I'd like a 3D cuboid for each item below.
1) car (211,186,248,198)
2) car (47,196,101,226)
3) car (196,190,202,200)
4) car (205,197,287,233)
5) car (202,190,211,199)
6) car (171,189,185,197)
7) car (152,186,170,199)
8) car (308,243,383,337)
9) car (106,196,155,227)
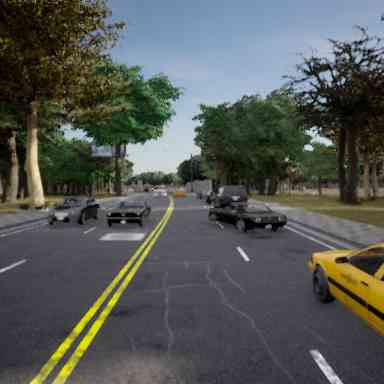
[{"bbox_3d":[3.060,0.553,26.614,2.150,2.045,5.566,0,1,-2],"label":"car"},{"bbox_3d":[-6.675,1.003,19.255,2.128,1.511,4.902,0,1,-1],"label":"car"},{"bbox_3d":[1.837,0.391,48.786,2.033,1.411,5.357,0,1,-7],"label":"car"},{"bbox_3d":[2.535,1.175,16.650,1.895,1.301,4.718,-1,2,-22],"label":"car"},{"bbox_3d":[2.614,0.510,37.696,2.033,1.649,4.856,0,1,-3],"label":"car"},{"bbox_3d":[-2.263,0.121,59.390,1.882,1.535,5.008,0,1,-6],"label":"car"},{"bbox_3d":[-5.018,-0.001,52.613,2.150,2.045,5.566,0,1,-4],"label":"car"},{"bbox_3d":[3.250,1.333,4.645,1.801,1.575,5.366,0,1,0],"label":"car"},{"bbox_3d":[-3.406,1.127,18.622,1.895,1.301,4.718,0,1,-1],"label":"car"}]
